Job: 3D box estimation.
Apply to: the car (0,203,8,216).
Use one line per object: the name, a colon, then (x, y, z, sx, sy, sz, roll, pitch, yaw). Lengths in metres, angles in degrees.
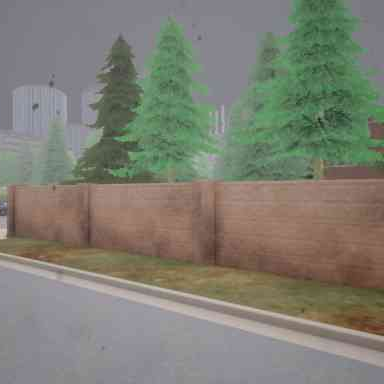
car: (-17.435, 1.548, 33.001, 1.812, 1.442, 4.674, 0, 0, 35)
